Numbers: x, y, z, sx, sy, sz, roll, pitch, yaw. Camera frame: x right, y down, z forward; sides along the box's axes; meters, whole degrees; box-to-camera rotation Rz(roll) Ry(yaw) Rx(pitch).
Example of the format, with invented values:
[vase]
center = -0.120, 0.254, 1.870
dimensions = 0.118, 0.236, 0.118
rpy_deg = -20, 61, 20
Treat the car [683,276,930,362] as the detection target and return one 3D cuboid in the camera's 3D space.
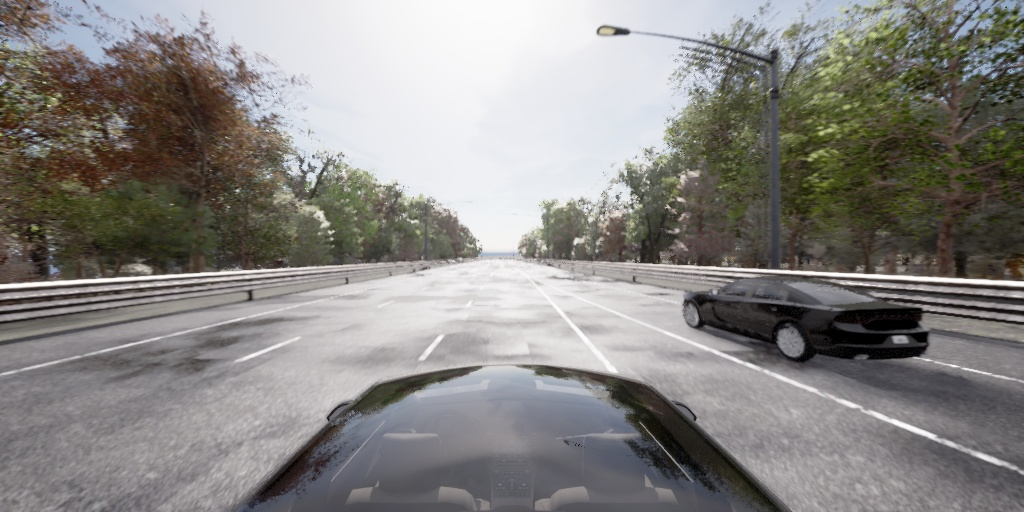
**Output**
[car]
center = 5.963, 1.194, 8.221
dimensions = 1.882, 1.535, 5.008
rpy_deg = 0, 0, -6
